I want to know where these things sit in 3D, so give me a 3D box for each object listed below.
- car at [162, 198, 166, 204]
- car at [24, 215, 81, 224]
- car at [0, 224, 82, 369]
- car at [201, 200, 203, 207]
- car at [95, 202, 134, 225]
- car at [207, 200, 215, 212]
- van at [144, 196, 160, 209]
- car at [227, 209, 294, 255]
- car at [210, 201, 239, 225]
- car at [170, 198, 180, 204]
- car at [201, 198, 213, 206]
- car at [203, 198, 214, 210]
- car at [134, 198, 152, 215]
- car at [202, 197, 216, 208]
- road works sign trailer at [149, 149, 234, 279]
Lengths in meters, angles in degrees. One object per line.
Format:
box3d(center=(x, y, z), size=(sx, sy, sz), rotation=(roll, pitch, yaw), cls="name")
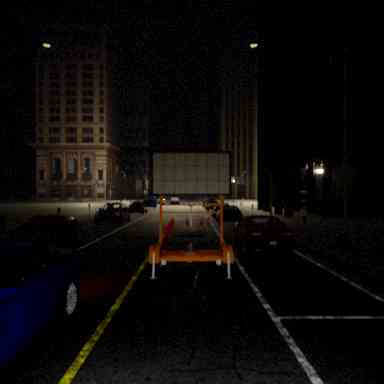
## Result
box3d(center=(-5.920, 1.750, 64.156), size=(2.008, 1.369, 4.403), rotation=(0, 0, 0), cls="car")
box3d(center=(-5.797, 1.614, 13.387), size=(1.947, 1.339, 4.313), rotation=(0, 0, 0), cls="car")
box3d(center=(-3.110, 1.494, 4.562), size=(1.882, 1.535, 5.008), rotation=(0, 0, 0), cls="car")
box3d(center=(2.646, 1.705, 47.254), size=(2.008, 1.369, 4.403), rotation=(0, 0, 0), cls="car")
box3d(center=(-5.825, 1.527, 24.669), size=(1.967, 1.590, 4.097), rotation=(0, 0, 0), cls="car")
box3d(center=(2.687, 1.671, 30.332), size=(1.947, 1.339, 4.313), rotation=(0, 0, 0), cls="car")
box3d(center=(-5.880, 1.496, 47.233), size=(1.690, 1.788, 3.998), rotation=(0, 0, 0), cls="van")
box3d(center=(2.728, 1.593, 13.411), size=(1.887, 1.381, 4.507), rotation=(0, 0, 0), cls="car")
box3d(center=(2.701, 1.637, 24.692), size=(2.008, 1.369, 4.403), rotation=(0, 0, 0), cls="car")
box3d(center=(-3.152, 1.743, 62.558), size=(2.033, 1.411, 5.357), rotation=(0, 0, 0), cls="car")
box3d(center=(2.619, 1.735, 58.537), size=(2.008, 1.369, 4.403), rotation=(0, 0, 0), cls="car")
box3d(center=(2.659, 1.665, 41.784), size=(1.752, 1.417, 4.829), rotation=(0, 0, 0), cls="car")
box3d(center=(-5.852, 1.688, 35.951), size=(1.947, 1.339, 4.313), rotation=(0, 0, 0), cls="car")
box3d(center=(2.632, 1.610, 52.896), size=(1.967, 1.590, 4.097), rotation=(0, 0, 0), cls="car")
box3d(center=(-0.024, 0.501, 10.143), size=(2.380, 3.560, 2.880), rotation=(0, 0, 0), cls="road works sign trailer")
